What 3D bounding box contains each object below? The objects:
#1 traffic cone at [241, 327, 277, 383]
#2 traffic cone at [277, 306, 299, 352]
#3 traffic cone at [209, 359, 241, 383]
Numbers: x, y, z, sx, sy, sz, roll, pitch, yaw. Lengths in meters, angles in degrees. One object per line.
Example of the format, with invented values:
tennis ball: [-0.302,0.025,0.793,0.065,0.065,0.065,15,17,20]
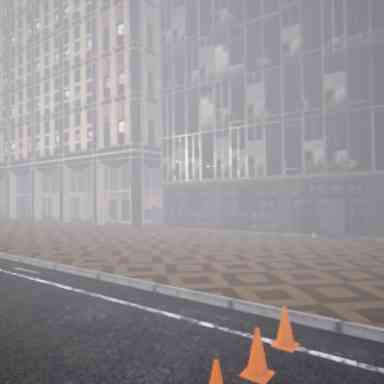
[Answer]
traffic cone: [0.816,2.004,4.186,0.340,0.580,0.340,0,-1,35]
traffic cone: [1.392,2.013,5.003,0.340,0.580,0.340,0,-1,35]
traffic cone: [0.241,1.995,3.368,0.340,0.580,0.340,0,-1,35]
